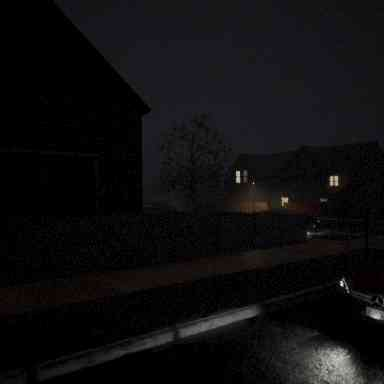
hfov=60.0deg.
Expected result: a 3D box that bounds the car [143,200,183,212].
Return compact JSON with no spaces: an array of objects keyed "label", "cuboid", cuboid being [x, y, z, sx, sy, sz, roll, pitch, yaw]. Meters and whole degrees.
[{"label":"car","cuboid":[-3.281,1.978,37.467,2.150,2.045,5.566,-1,-1,-35]}]

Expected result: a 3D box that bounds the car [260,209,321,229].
[{"label":"car","cuboid":[6.408,1.904,23.822,2.033,1.411,5.357,-1,-1,-35]}]

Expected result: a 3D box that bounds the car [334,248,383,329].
[{"label":"car","cuboid":[4.612,1.525,6.192,4.674,1.442,1.812,0,0,-35]}]

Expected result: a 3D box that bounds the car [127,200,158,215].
[{"label":"car","cuboid":[-7.291,2.192,48.099,2.150,2.045,5.566,-1,-1,-35]}]
